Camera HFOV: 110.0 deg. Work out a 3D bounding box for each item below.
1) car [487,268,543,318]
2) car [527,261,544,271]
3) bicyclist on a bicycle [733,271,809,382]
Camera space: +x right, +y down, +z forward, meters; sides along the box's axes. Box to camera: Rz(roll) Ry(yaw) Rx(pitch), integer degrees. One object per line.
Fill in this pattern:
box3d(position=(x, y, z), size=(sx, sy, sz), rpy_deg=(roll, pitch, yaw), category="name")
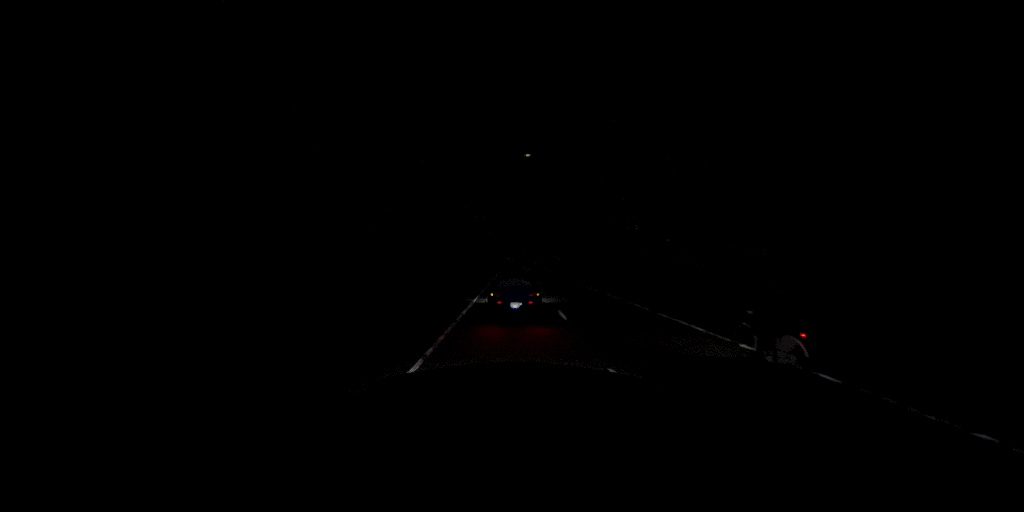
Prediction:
box3d(position=(0.089, 1.340, 13.281), size=(1.812, 1.442, 4.674), rpy_deg=(0, 0, 0), category="car")
box3d(position=(3.621, 1.521, 53.473), size=(1.882, 1.535, 5.008), rpy_deg=(0, 0, 0), category="car")
box3d(position=(4.466, 1.148, 6.343), size=(0.659, 1.776, 1.843), rpy_deg=(0, 0, 0), category="bicyclist on a bicycle")
